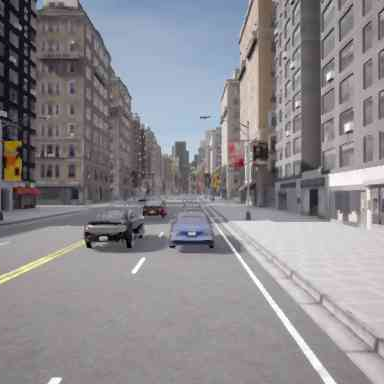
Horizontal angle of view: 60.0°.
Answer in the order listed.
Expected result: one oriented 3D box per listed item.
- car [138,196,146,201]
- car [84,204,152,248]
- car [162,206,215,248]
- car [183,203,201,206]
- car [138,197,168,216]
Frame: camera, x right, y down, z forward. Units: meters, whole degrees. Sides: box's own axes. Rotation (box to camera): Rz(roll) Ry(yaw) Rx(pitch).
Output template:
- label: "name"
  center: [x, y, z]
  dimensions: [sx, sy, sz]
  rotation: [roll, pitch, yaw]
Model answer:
- label: "car"
  center: [-9.750, 1.556, 67.625]
  dimensions: [1.895, 1.301, 4.718]
  rotation: [0, 0, 0]
- label: "car"
  center: [-3.250, 1.490, 14.651]
  dimensions: [2.128, 1.511, 4.902]
  rotation: [0, 0, 0]
- label: "car"
  center: [0.000, 1.558, 14.651]
  dimensions: [2.033, 1.411, 5.357]
  rotation: [0, 0, 0]
- label: "car"
  center: [0.000, 1.595, 29.682]
  dimensions: [1.895, 1.301, 4.718]
  rotation: [0, 0, 0]
- label: "car"
  center: [-3.250, 1.463, 29.652]
  dimensions: [1.882, 1.535, 5.008]
  rotation: [0, 0, 0]
